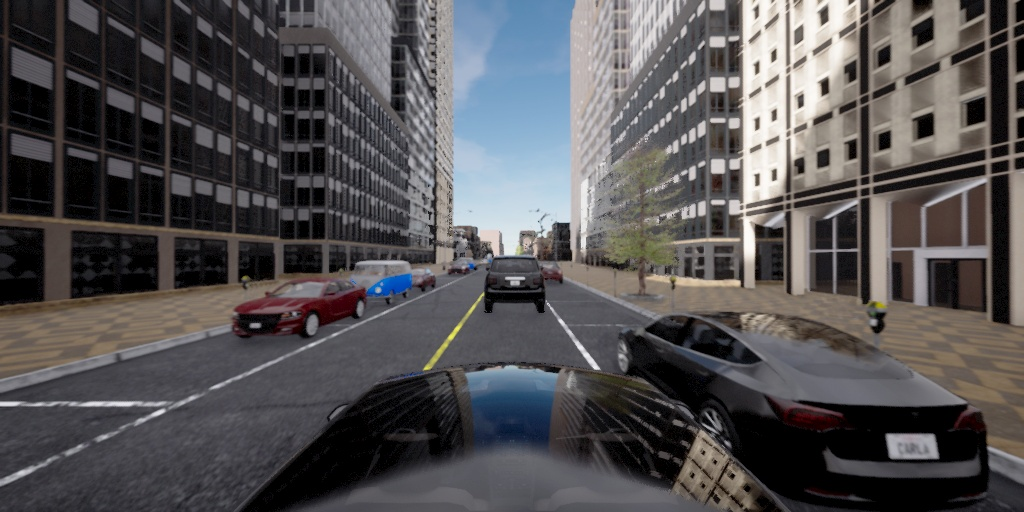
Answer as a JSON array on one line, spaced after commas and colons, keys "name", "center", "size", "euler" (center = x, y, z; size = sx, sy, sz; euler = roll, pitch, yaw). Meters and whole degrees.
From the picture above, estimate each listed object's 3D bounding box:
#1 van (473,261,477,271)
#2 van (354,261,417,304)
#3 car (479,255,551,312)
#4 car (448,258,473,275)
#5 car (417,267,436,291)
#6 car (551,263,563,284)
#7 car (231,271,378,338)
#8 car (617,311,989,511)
[{"name": "van", "center": [-5.690, 1.100, 44.351], "size": [1.690, 1.789, 3.998], "euler": [0, 0, 0]}, {"name": "van", "center": [-5.690, 1.097, 15.890], "size": [1.690, 1.789, 3.998], "euler": [0, 0, 0]}, {"name": "car", "center": [0.100, 0.977, 14.391], "size": [2.150, 2.045, 5.566], "euler": [0, 0, 0]}, {"name": "car", "center": [-5.690, 1.199, 38.658], "size": [1.967, 1.591, 4.097], "euler": [0, 0, 0]}, {"name": "car", "center": [-5.690, 1.339, 21.582], "size": [1.802, 1.307, 4.207], "euler": [0, 0, 0]}, {"name": "car", "center": [2.691, 1.198, 27.259], "size": [1.967, 1.591, 4.097], "euler": [0, 0, 0]}, {"name": "car", "center": [-5.690, 1.299, 10.197], "size": [1.888, 1.381, 4.507], "euler": [0, 0, 0]}, {"name": "car", "center": [2.691, 1.317, 4.492], "size": [1.948, 1.339, 4.313], "euler": [0, 0, 0]}]
